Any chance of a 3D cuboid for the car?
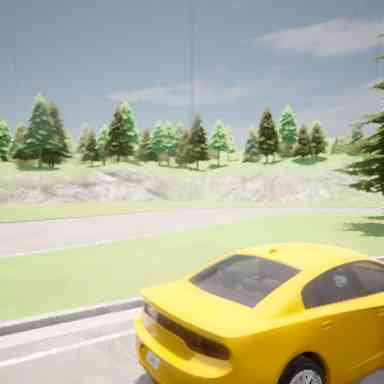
[{"bbox_3d":[1.704,1.463,4.562,5.008,1.535,1.882,0,0,-33],"label":"car"}]
